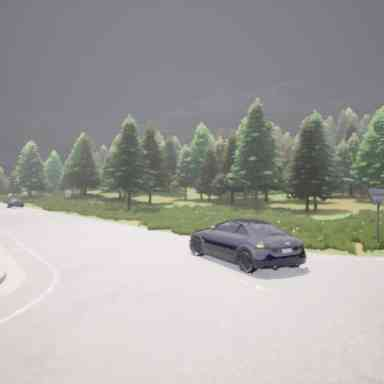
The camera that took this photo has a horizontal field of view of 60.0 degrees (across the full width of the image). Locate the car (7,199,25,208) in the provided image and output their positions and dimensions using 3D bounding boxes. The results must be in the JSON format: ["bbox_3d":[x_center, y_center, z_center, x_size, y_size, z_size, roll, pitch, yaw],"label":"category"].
[{"bbox_3d":[-27.194,1.735,51.403,1.812,1.442,4.674,1,-1,-35],"label":"car"}]

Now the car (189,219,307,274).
[{"bbox_3d":[1.597,1.547,10.775,1.994,1.385,4.181,1,0,-29],"label":"car"}]
